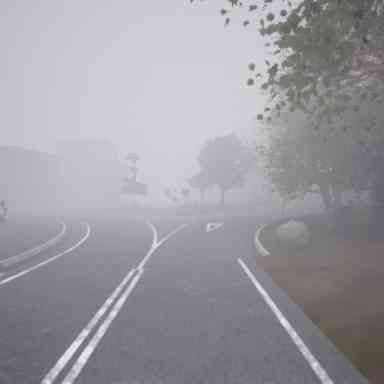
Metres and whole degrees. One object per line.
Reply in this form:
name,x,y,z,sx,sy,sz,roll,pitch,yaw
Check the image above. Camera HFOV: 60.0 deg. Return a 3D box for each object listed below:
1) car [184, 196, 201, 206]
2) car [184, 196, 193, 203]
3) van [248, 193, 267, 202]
car,-0.117,1.894,61.419,1.895,1.301,4.718,0,0,-12
car,-0.796,1.730,77.153,1.882,1.535,5.008,0,0,1
van,18.248,1.861,89.551,4.442,1.987,1.878,0,1,1
